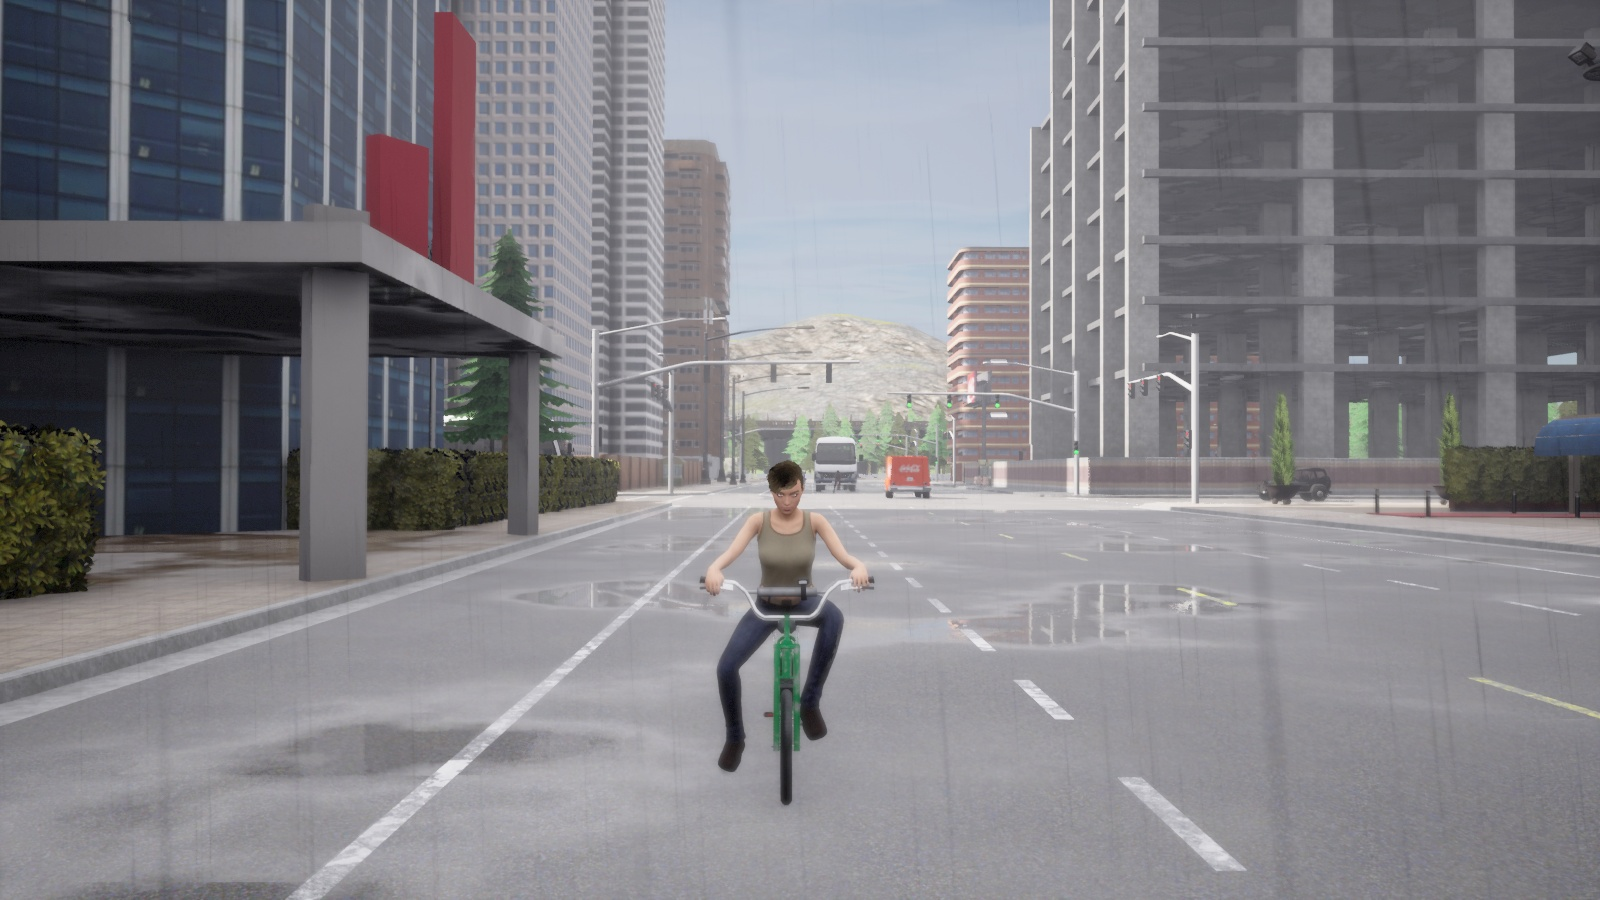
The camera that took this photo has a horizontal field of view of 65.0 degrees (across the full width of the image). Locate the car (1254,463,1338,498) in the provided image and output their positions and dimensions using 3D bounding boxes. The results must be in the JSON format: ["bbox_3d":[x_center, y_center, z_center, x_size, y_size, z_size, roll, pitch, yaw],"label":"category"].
[{"bbox_3d":[27.429,1.666,69.556,3.866,1.878,1.905,0,-1,0],"label":"car"}]

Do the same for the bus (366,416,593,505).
[{"bbox_3d":[-15.772,0.549,62.540,10.273,4.253,3.944,0,-1,0],"label":"bus"}]

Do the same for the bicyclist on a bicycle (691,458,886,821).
[{"bbox_3d":[-0.061,0.858,6.372,0.866,1.612,1.509,0,-1,-1],"label":"bicyclist on a bicycle"}]

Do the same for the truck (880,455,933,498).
[{"bbox_3d":[6.254,1.549,74.377,2.627,2.467,5.204,0,-1,-1],"label":"truck"}]
